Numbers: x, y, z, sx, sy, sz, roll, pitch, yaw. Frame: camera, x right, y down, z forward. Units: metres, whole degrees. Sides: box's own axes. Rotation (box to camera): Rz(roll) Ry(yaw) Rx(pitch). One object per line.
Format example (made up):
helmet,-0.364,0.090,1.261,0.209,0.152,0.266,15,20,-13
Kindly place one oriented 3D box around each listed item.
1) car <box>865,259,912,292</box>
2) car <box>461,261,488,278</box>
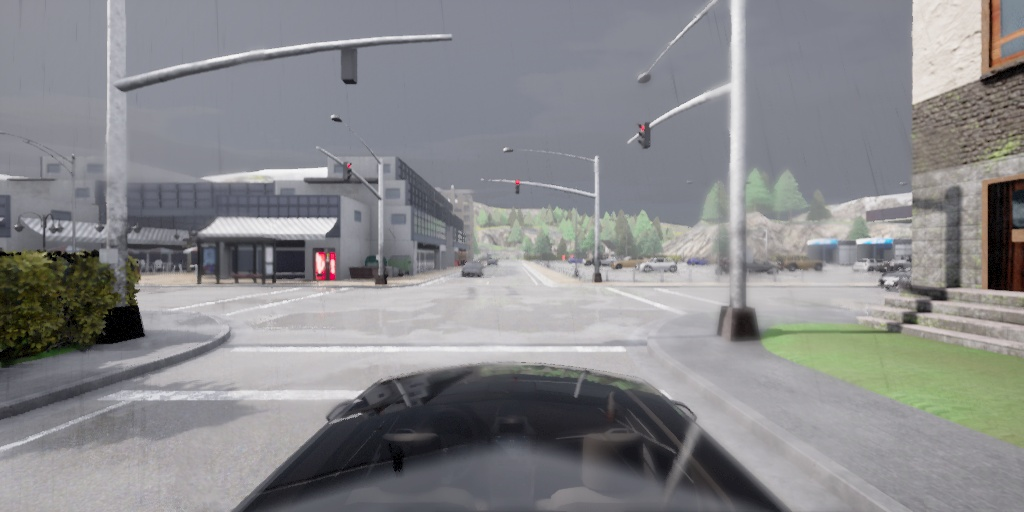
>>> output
car,20.539,1.036,17.186,4.902,1.511,2.128,0,0,0
car,-3.504,1.265,32.757,1.837,1.490,4.892,0,2,0
